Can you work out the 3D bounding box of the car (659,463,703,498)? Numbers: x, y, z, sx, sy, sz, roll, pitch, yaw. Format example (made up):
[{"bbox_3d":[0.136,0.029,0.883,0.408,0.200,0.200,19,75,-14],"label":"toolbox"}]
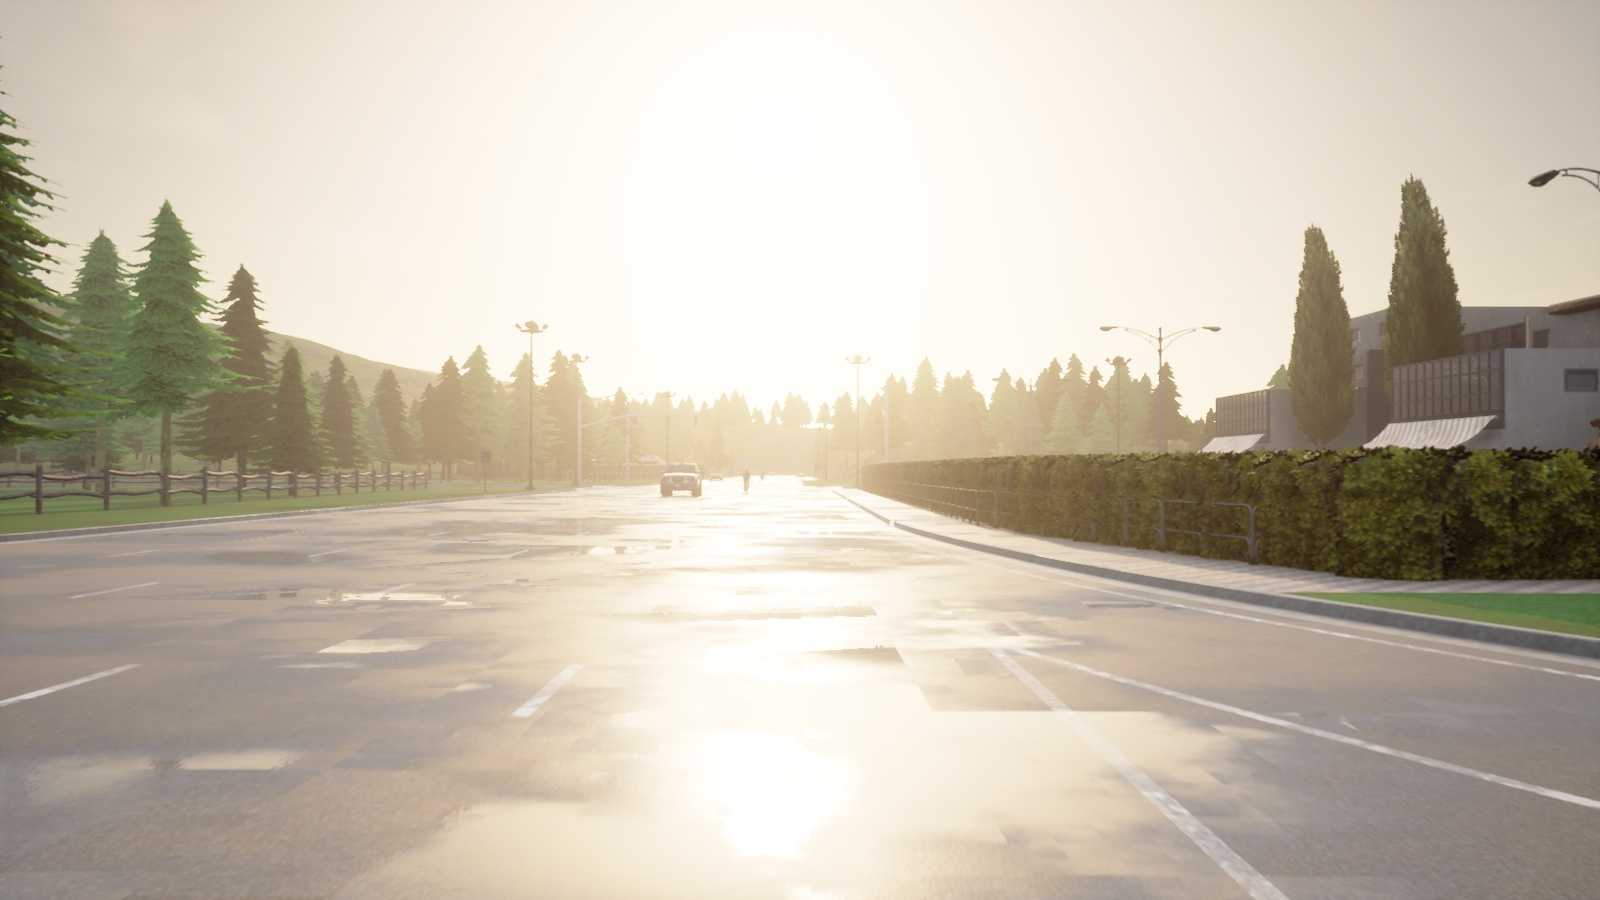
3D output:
[{"bbox_3d":[-7.179,1.856,76.421,2.150,2.045,5.566,0,-1,0],"label":"car"}]
